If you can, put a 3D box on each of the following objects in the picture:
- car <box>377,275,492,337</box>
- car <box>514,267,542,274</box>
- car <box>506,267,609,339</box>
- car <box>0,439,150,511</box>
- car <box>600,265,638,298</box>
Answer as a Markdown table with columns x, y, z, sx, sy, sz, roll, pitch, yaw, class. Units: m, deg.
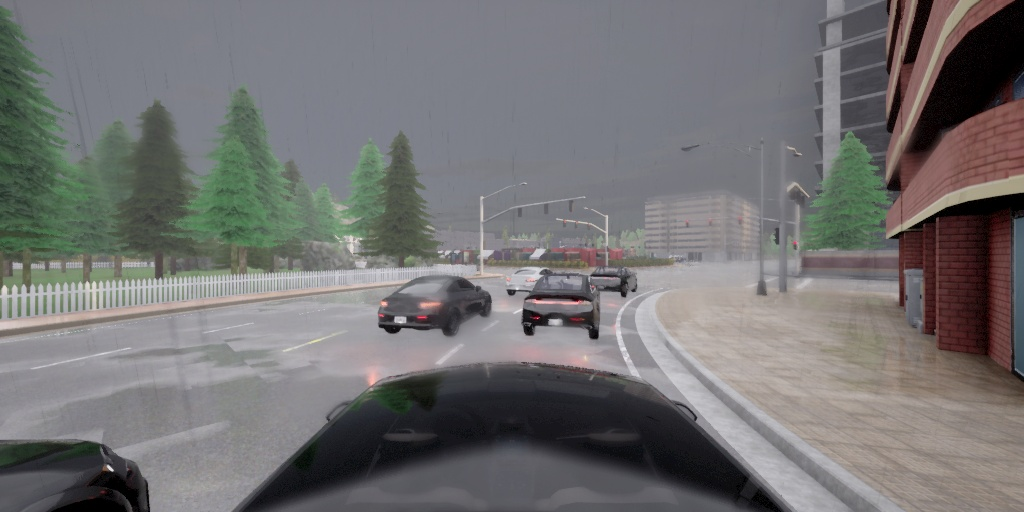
| x | y | z | sx | sy | sz | roll | pitch | yaw | class |
| --- | --- | --- | --- | --- | --- | --- | --- | --- | --- |
| -1.986 | 1.276 | 10.340 | 1.812 | 1.442 | 4.674 | 0 | 0 | 13 | car |
| 1.266 | 1.276 | 18.837 | 1.812 | 1.442 | 4.674 | 0 | 0 | 26 | car |
| 1.561 | 1.242 | 10.208 | 2.128 | 1.511 | 4.902 | 0 | 0 | 14 | car |
| -3.170 | 1.314 | 0.434 | 1.994 | 1.385 | 4.181 | 0 | 0 | -2 | car |
| 5.344 | 1.241 | 18.824 | 2.128 | 1.511 | 4.902 | 0 | 0 | 28 | car |
